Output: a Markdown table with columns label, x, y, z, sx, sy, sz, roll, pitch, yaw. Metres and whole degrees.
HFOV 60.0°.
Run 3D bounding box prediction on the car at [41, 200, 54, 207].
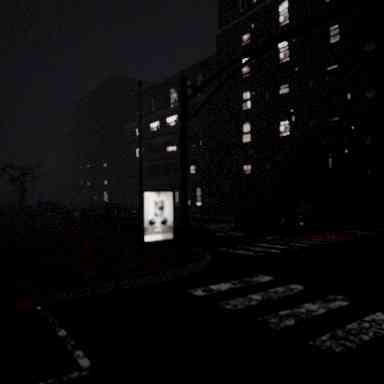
| label | x | y | z | sx | sy | sz | roll | pitch | yaw |
| --- | --- | --- | --- | --- | --- | --- | --- | --- | --- |
| car | -33.931 | 2.706 | 78.196 | 1.947 | 1.339 | 4.313 | -2 | 0 | -36 |

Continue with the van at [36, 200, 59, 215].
| label | x | y | z | sx | sy | sz | roll | pitch | yaw |
| --- | --- | --- | --- | --- | --- | --- | --- | --- | --- |
| van | -19.180 | 2.019 | 43.449 | 1.690 | 1.788 | 3.998 | -2 | 0 | -36 |

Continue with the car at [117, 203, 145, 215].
| label | x | y | z | sx | sy | sz | roll | pitch | yaw |
| --- | --- | --- | --- | --- | --- | --- | --- | --- | --- |
| car | -7.756 | 2.069 | 42.144 | 1.802 | 1.307 | 4.206 | -2 | 0 | -36 |

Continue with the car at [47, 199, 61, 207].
| label | x | y | z | sx | sy | sz | roll | pitch | yaw |
| --- | --- | --- | --- | --- | --- | --- | --- | --- | --- |
| car | -30.671 | 2.498 | 73.684 | 1.967 | 1.590 | 4.097 | -2 | 0 | -36 |

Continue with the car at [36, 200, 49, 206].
| label | x | y | z | sx | sy | sz | roll | pitch | yaw |
| --- | --- | --- | --- | --- | --- | --- | --- | --- | --- |
| car | -37.196 | 2.767 | 82.709 | 1.887 | 1.381 | 4.507 | -2 | 0 | -36 |

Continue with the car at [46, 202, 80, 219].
| label | x | y | z | sx | sy | sz | roll | pitch | yaw |
| --- | --- | --- | --- | --- | --- | --- | --- | --- | --- |
| car | -14.262 | 2.099 | 36.561 | 1.887 | 1.381 | 4.507 | -2 | 0 | -36 |

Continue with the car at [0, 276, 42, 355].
| label | x | y | z | sx | sy | sz | roll | pitch | yaw |
| --- | --- | --- | --- | --- | --- | --- | --- | --- | --- |
| car | -3.987 | 1.583 | 3.725 | 4.206 | 1.307 | 1.802 | 0 | 0 | -35 |

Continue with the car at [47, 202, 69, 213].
| label | x | y | z | sx | sy | sz | roll | pitch | yaw |
| --- | --- | --- | --- | --- | --- | --- | --- | --- | --- |
| car | -19.761 | 2.232 | 48.907 | 1.837 | 1.490 | 4.892 | -1 | -1 | -36 |

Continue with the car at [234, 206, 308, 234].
| label | x | y | z | sx | sy | sz | roll | pitch | yaw |
| --- | --- | --- | --- | --- | --- | --- | --- | --- | --- |
| car | 4.652 | 1.628 | 20.360 | 1.882 | 1.535 | 5.008 | 0 | -1 | -34 |

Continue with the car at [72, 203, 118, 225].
| label | x | y | z | sx | sy | sz | roll | pitch | yaw |
| --- | --- | --- | --- | --- | --- | --- | --- | --- | --- |
| car | -8.186 | 1.954 | 28.084 | 2.008 | 1.369 | 4.403 | -2 | 0 | -36 |

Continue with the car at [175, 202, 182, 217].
| label | x | y | z | sx | sy | sz | roll | pitch | yaw |
| --- | --- | --- | --- | --- | --- | --- | --- | --- | --- |
| car | -2.500 | 1.797 | 34.959 | 1.967 | 1.590 | 4.097 | -2 | 0 | -36 |

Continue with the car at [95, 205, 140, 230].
| label | x | y | z | sx | sy | sz | roll | pitch | yaw |
| --- | --- | --- | --- | --- | --- | --- | --- | --- | --- |
| car | -4.922 | 1.873 | 23.572 | 2.008 | 1.369 | 4.403 | -2 | 0 | -36 |

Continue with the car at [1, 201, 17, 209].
| label | x | y | z | sx | sy | sz | roll | pitch | yaw |
| --- | --- | --- | --- | --- | --- | --- | --- | --- | --- |
| car | -37.458 | 2.685 | 68.773 | 2.008 | 1.369 | 4.403 | -2 | 0 | -36 |

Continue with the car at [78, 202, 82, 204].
| label | x | y | z | sx | sy | sz | roll | pitch | yaw |
| --- | --- | --- | --- | --- | --- | --- | --- | --- | --- |
| car | -20.875 | 2.395 | 60.146 | 1.802 | 1.307 | 4.206 | -2 | 0 | -36 |

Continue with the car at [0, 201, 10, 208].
| label | x | y | z | sx | sy | sz | roll | pitch | yaw |
| --- | --- | --- | --- | --- | --- | --- | --- | --- | --- |
| car | -43.986 | 2.843 | 77.797 | 1.887 | 1.381 | 4.507 | -2 | 0 | -36 |

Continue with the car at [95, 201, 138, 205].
| label | x | y | z | sx | sy | sz | roll | pitch | yaw |
| --- | --- | --- | --- | --- | --- | --- | --- | --- | --- |
| car | -7.013 | 1.755 | 31.121 | 2.097 | 1.767 | 4.553 | -1 | 0 | -36 |
